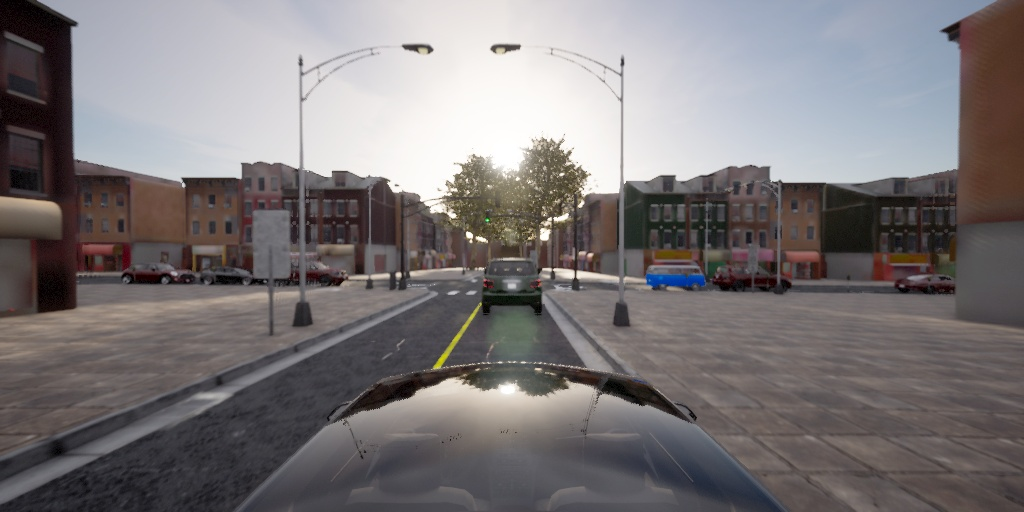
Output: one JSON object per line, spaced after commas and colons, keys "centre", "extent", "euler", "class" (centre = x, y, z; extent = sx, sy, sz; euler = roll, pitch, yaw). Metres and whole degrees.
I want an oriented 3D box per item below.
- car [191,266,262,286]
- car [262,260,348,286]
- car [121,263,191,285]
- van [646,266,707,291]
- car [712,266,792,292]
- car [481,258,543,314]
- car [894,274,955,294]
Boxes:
{"centre": [-19.999, 1.416, 25.905], "extent": [4.313, 1.339, 1.948], "euler": [0, 0, 0], "class": "car"}
{"centre": [-14.598, 1.230, 25.900], "extent": [5.009, 1.841, 2.192], "euler": [0, 0, 0], "class": "car"}
{"centre": [-25.401, 1.227, 25.910], "extent": [4.097, 1.591, 1.967], "euler": [0, 0, 0], "class": "car"}
{"centre": [11.761, 1.587, 25.875], "extent": [3.998, 1.789, 1.690], "euler": [0, 0, 0], "class": "van"}
{"centre": [17.167, 1.632, 25.871], "extent": [5.009, 1.841, 2.192], "euler": [0, 0, 0], "class": "car"}
{"centre": [0.014, 1.087, 14.449], "extent": [2.150, 2.045, 5.566], "euler": [0, 0, 0], "class": "car"}
{"centre": [30.282, 2.024, 25.735], "extent": [4.674, 1.442, 1.812], "euler": [1, 1, 0], "class": "car"}
